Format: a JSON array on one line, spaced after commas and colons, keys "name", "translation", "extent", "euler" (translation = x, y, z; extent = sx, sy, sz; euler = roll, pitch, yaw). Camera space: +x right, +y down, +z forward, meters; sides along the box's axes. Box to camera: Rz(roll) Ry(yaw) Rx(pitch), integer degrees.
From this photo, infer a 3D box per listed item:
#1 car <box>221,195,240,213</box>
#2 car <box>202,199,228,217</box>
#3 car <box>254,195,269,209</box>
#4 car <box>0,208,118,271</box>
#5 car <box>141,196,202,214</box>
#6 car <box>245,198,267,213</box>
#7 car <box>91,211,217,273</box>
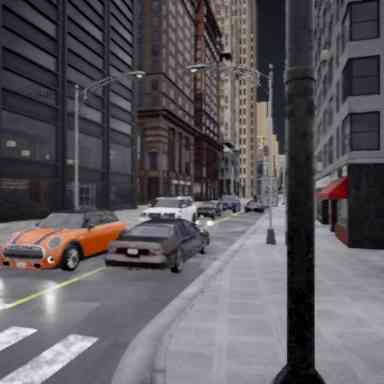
[{"name": "car", "translation": [4.552, 1.385, 40.758], "extent": [2.150, 2.045, 5.566], "euler": [0, 0, 16]}, {"name": "car", "translation": [1.553, 1.665, 30.447], "extent": [2.033, 1.411, 5.357], "euler": [0, 0, 16]}, {"name": "car", "translation": [10.265, 1.422, 49.618], "extent": [2.150, 2.045, 5.566], "euler": [0, 0, 16]}, {"name": "car", "translation": [-3.994, 1.381, 11.114], "extent": [2.097, 1.767, 4.553], "euler": [0, 0, 16]}, {"name": "car", "translation": [-1.291, 1.294, 20.529], "extent": [2.150, 2.045, 5.566], "euler": [0, 0, 16]}, {"name": "car", "translation": [7.530, 1.724, 39.884], "extent": [1.994, 1.385, 4.181], "euler": [0, 0, 16]}, {"name": "car", "translation": [-0.828, 1.576, 10.905], "extent": [2.033, 1.411, 5.357], "euler": [0, 0, 16]}]
